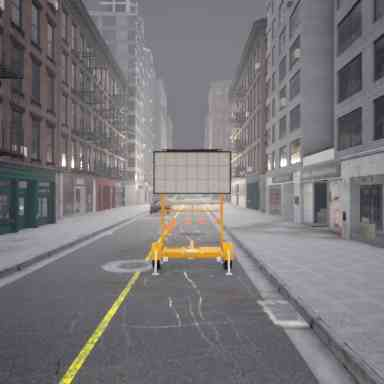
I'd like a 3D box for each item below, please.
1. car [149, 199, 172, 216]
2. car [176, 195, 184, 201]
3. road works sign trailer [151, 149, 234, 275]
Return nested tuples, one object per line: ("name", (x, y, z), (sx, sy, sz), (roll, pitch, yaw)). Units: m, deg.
("car", (-3.092, 1.464, 33.177), (1.882, 1.535, 5.008), (0, 0, 0))
("car", (-2.978, 1.478, 84.676), (2.033, 1.411, 5.357), (0, 0, 0))
("road works sign trailer", (0.009, 0.462, 10.413), (2.380, 3.560, 2.880), (0, 0, 0))
